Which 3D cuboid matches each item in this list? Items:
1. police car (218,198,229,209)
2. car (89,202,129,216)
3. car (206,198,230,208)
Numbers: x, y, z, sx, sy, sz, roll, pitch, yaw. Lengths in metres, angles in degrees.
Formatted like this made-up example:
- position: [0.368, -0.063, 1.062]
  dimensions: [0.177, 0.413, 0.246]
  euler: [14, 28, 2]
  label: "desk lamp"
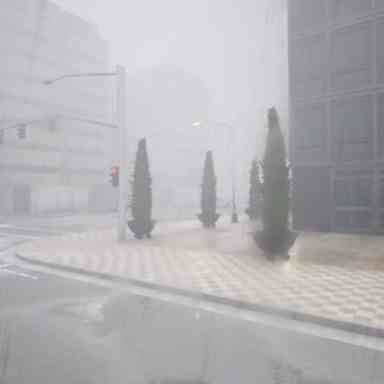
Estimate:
- position: [3.583, 1.825, 49.705]
  dimensions: [2.038, 1.542, 4.974]
  euler: [-1, 0, 35]
  label: "police car"
- position: [-9.313, 1.849, 37.648]
  dimensions: [2.128, 1.511, 4.902]
  euler: [-1, 0, 35]
  label: "car"
- position: [4.440, 1.864, 57.054]
  dimensions: [1.837, 1.490, 4.892]
  euler: [-1, -1, 36]
  label: "car"
